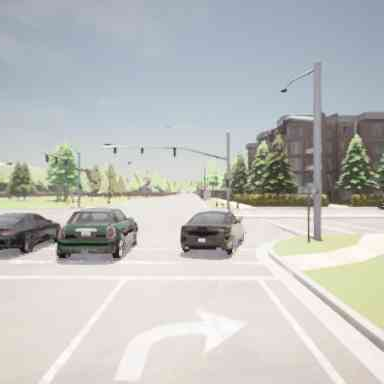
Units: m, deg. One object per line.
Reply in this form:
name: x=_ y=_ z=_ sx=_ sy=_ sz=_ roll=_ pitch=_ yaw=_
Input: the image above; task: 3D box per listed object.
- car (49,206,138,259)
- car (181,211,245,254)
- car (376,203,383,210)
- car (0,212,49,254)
car: x=-3.414 y=1.380 z=12.860 sx=2.097 sy=1.767 sz=4.553 roll=0 pitch=0 yaw=0
car: x=1.007 y=1.509 z=13.870 sx=1.882 sy=1.535 sz=5.008 roll=-1 pitch=0 yaw=16
car: x=25.957 y=1.694 z=41.969 sx=4.718 sy=1.301 sz=1.895 roll=0 pitch=0 yaw=0
car: x=-6.908 y=1.556 z=13.572 sx=1.812 sy=1.442 sz=4.674 roll=0 pitch=0 yaw=0
